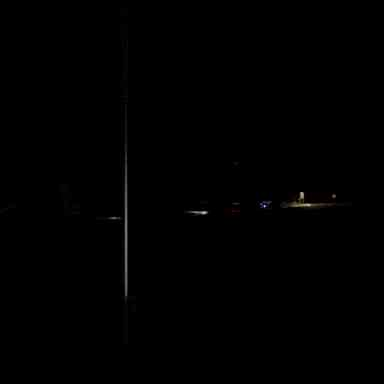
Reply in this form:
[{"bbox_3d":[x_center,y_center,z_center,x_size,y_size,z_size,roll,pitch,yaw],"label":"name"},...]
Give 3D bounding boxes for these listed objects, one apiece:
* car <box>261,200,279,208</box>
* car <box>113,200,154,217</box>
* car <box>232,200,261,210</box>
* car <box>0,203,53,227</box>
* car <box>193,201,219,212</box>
[{"bbox_3d":[13.485,2.113,57.666,1.895,1.301,4.718,-1,-1,35],"label":"car"},{"bbox_3d":[-6.057,1.620,34.573,2.097,1.767,4.553,-1,-1,35],"label":"car"},{"bbox_3d":[7.792,1.914,49.400,2.128,1.511,4.902,-1,-1,35],"label":"car"},{"bbox_3d":[-12.898,1.634,24.741,1.882,1.535,5.008,-1,-1,35],"label":"car"},{"bbox_3d":[2.050,1.924,46.186,1.812,1.442,4.674,-1,-1,35],"label":"car"}]
